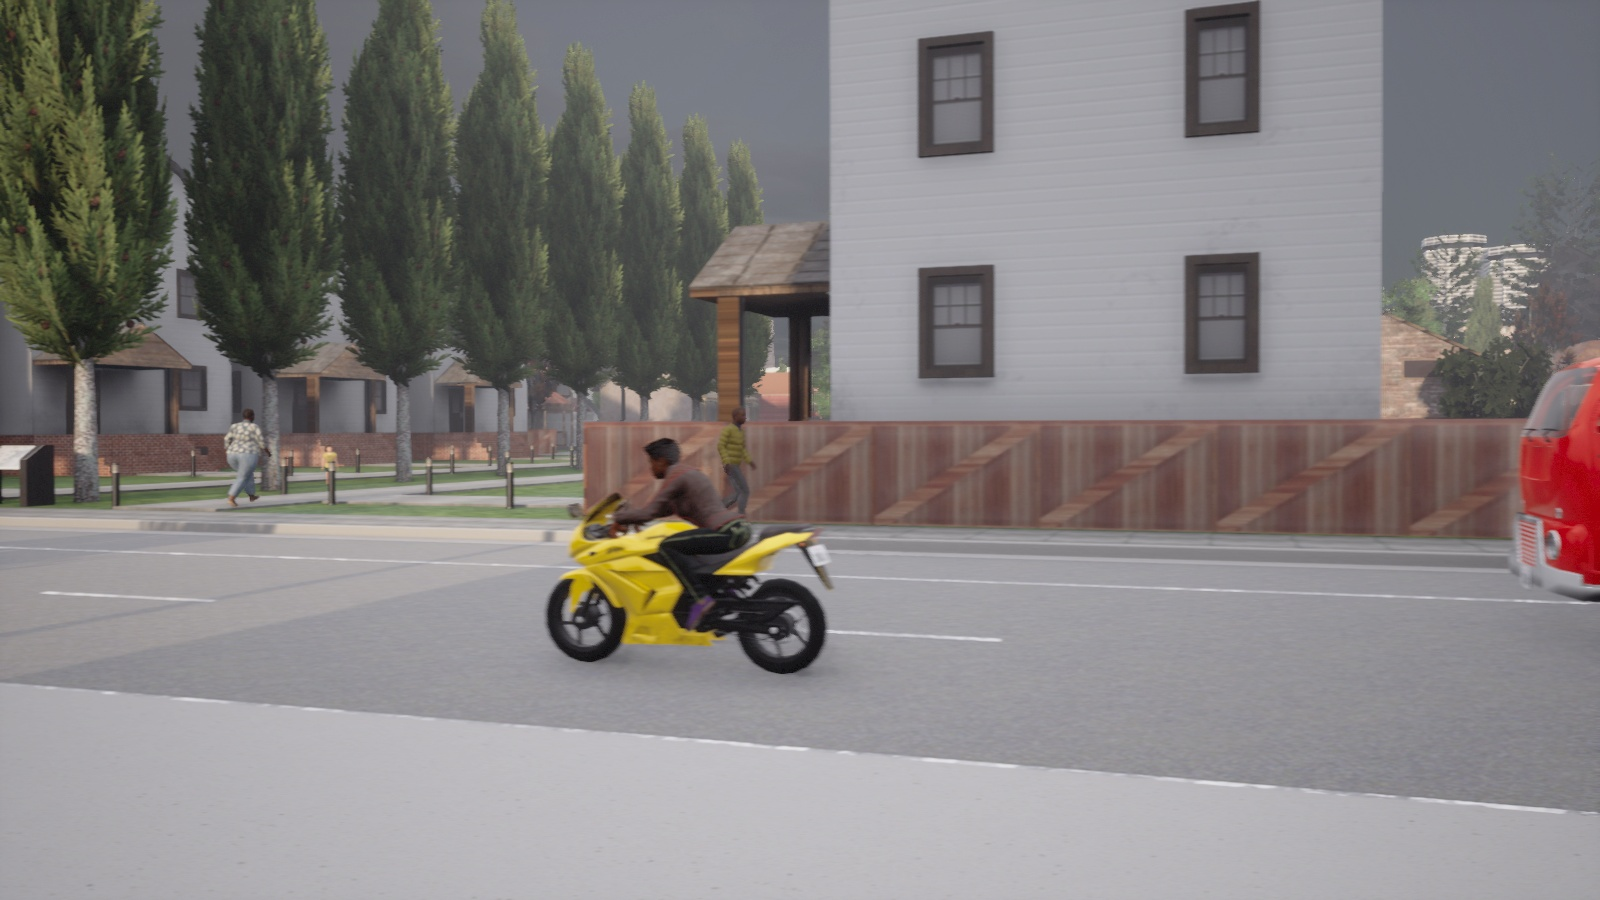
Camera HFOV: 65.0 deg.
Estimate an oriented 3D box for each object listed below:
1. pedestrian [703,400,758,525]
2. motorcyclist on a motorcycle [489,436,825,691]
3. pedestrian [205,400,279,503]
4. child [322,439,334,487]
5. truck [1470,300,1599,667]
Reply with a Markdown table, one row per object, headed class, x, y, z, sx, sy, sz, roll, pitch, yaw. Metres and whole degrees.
| class | x | y | z | sx | sy | sz | roll | pitch | yaw |
| --- | --- | --- | --- | --- | --- | --- | --- | --- | --- |
| pedestrian | -1.030 | 0.179 | 18.647 | 0.726 | 1.835 | 0.370 | 1 | 1 | 19 |
| motorcyclist on a motorcycle | -0.934 | 0.673 | 8.255 | 2.044 | 1.523 | 0.797 | 1 | 1 | 19 |
| pedestrian | -10.364 | 0.019 | 23.339 | 0.874 | 1.855 | 0.900 | 0 | 1 | 16 |
| child | -10.965 | 0.306 | 29.160 | 0.255 | 1.110 | 0.394 | 0 | 1 | -19 |
| truck | 7.942 | 0.226 | 8.954 | 5.204 | 2.467 | 2.627 | 1 | 1 | 19 |
